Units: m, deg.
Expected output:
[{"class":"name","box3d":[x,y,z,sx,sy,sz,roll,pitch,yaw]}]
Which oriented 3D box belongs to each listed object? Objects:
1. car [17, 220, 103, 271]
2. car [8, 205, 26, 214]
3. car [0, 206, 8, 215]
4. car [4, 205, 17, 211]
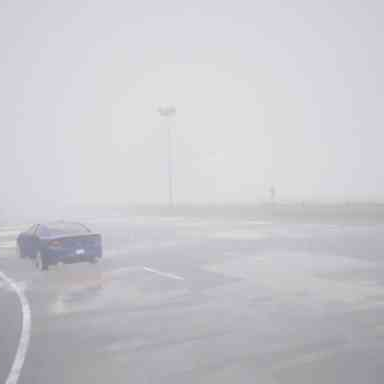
[{"class":"car","box3d":[-5.037,1.782,12.301,1.882,1.535,5.008,-1,-1,-39]},{"class":"car","box3d":[-32.485,3.350,62.214,1.994,1.385,4.181,-2,-1,-40]},{"class":"car","box3d":[-35.079,3.467,59.861,1.895,1.301,4.718,-2,-1,-40]},{"class":"car","box3d":[-45.507,4.035,83.460,1.994,1.385,4.181,-2,-1,-40]}]
